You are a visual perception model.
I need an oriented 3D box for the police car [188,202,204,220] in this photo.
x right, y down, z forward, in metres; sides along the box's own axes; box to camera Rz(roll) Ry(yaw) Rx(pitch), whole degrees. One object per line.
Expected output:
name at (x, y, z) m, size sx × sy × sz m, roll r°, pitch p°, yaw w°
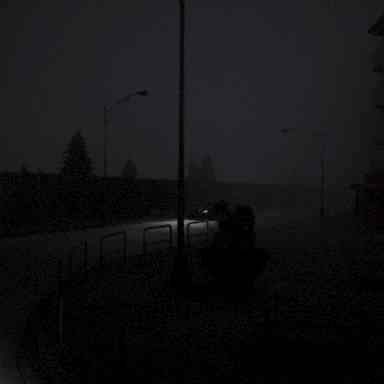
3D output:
police car at (1.565, 1.374, 26.128) m, size 2.038 × 1.542 × 4.974 m, roll 1°, pitch 0°, yaw 35°
